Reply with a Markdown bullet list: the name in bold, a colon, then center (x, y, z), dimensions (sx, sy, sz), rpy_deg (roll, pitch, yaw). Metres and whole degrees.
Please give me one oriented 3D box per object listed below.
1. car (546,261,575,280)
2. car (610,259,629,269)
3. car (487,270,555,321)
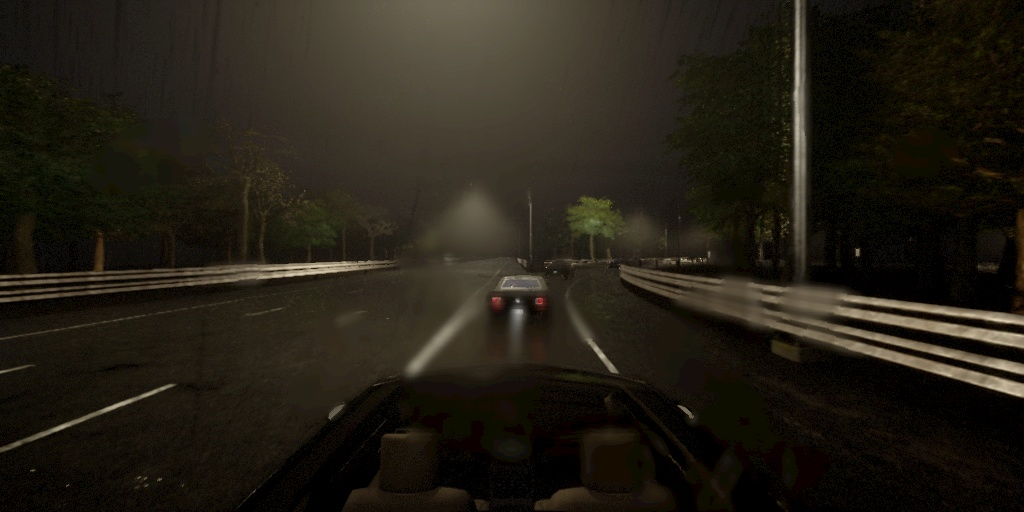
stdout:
- **car**: center (4.269, 1.213, 30.975), dimensions (1.882, 1.535, 5.008), rpy_deg (0, 0, 18)
- **car**: center (16.470, 1.194, 54.849), dimensions (1.812, 1.442, 4.674), rpy_deg (0, 0, 36)
- **car**: center (0.409, 1.339, 12.457), dimensions (1.895, 1.301, 4.718), rpy_deg (0, 0, 5)
